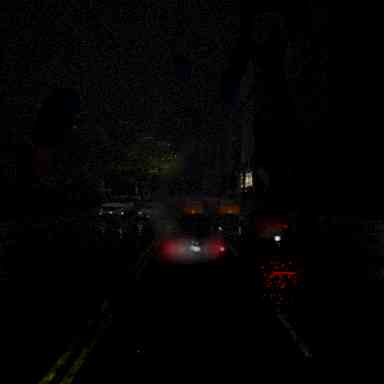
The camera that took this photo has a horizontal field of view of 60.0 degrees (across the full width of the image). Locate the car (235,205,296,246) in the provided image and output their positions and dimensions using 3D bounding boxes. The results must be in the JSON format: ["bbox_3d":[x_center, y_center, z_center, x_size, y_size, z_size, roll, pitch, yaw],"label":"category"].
[{"bbox_3d":[3.348,1.560,15.443,1.837,1.490,4.892,0,0,0],"label":"car"}]

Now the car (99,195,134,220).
[{"bbox_3d":[-6.596,1.321,29.800,2.150,2.045,5.566,0,0,0],"label":"car"}]

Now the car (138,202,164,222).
[{"bbox_3d":[-3.347,1.619,27.816,1.812,1.442,4.674,0,0,0],"label":"car"}]

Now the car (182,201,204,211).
[{"bbox_3d":[0.099,1.583,31.698,1.882,1.535,5.008,0,0,0],"label":"car"}]

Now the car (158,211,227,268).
[{"bbox_3d":[0.097,1.588,11.426,2.033,1.411,5.357,0,0,0],"label":"car"}]

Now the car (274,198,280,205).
[{"bbox_3d":[16.385,1.727,55.433,4.206,1.307,1.802,0,-1,0],"label":"car"}]

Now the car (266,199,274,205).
[{"bbox_3d":[16.380,1.784,63.458,4.313,1.339,1.947,0,0,0],"label":"car"}]

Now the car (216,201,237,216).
[{"bbox_3d":[3.349,1.583,31.723,1.882,1.535,5.008,0,0,0],"label":"car"}]
